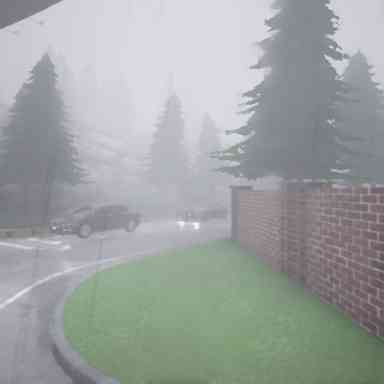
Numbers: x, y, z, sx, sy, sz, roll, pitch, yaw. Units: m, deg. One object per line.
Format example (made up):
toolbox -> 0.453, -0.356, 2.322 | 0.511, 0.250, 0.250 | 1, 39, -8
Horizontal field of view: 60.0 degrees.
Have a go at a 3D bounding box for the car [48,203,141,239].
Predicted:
car -> -4.630, 1.325, 16.490 | 1.837, 1.490, 4.892 | 0, 0, 34

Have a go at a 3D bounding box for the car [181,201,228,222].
car -> 0.972, 1.384, 24.659 | 1.994, 1.385, 4.181 | 0, 0, 35
